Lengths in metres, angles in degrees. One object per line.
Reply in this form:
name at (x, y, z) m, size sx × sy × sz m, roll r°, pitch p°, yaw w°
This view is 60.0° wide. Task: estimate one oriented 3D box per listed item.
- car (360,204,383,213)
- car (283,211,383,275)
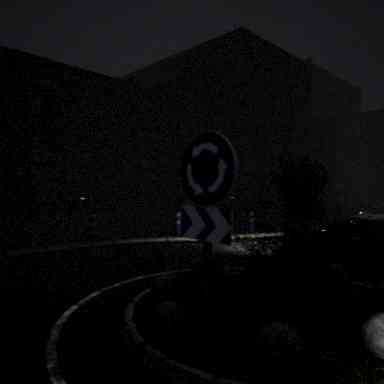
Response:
car at (9.544, 1.338, 16.471) m, size 4.674 × 1.442 × 1.812 m, roll -1°, pitch 2°, yaw -40°
car at (4.768, 1.410, 9.512) m, size 1.812 × 1.442 × 4.674 m, roll 2°, pitch 0°, yaw -38°
